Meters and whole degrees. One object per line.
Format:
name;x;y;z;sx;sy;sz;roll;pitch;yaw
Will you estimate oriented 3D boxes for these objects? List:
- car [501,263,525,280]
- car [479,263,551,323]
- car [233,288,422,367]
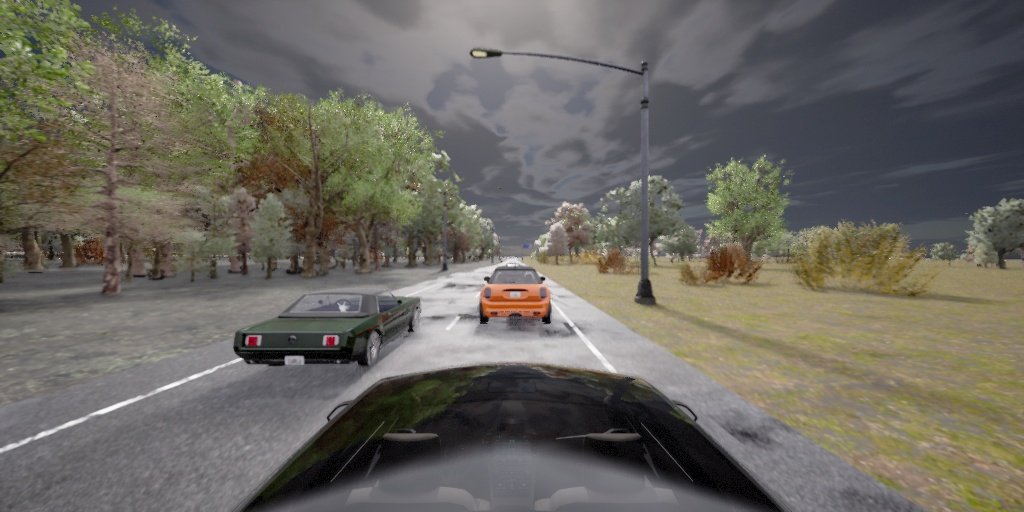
car;0.088;1.322;31.962;1.994;1.385;4.181;0;0;0
car;0.094;1.104;12.198;2.097;1.767;4.553;0;0;0
car;-3.405;1.352;7.846;1.895;1.301;4.718;0;0;0
